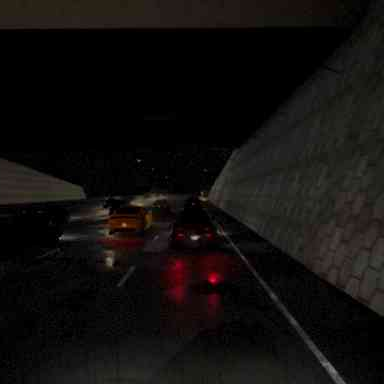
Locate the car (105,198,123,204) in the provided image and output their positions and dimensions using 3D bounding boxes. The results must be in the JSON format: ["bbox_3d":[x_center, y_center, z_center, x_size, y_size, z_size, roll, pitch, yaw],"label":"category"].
[{"bbox_3d":[-6.911,1.534,33.063,1.812,1.442,4.674,0,0,0],"label":"car"}]

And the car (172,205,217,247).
[{"bbox_3d":[0.107,1.530,14.803,1.812,1.442,4.674,0,0,0],"label":"car"}]

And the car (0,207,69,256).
[{"bbox_3d":[-6.898,1.551,13.009,2.033,1.411,5.357,0,0,0],"label":"car"}]

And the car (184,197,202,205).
[{"bbox_3d":[0.123,1.362,38.555,2.097,1.767,4.553,0,0,0],"label":"car"}]

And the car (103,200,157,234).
[{"bbox_3d":[-3.391,1.483,19.158,1.882,1.535,5.008,0,0,0],"label":"car"}]

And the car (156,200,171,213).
[{"bbox_3d":[-3.388,1.558,37.160,2.033,1.411,5.357,0,0,0],"label":"car"}]

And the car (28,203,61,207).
[{"bbox_3d":[-10.390,1.498,23.737,2.128,1.511,4.902,0,0,0],"label":"car"}]
